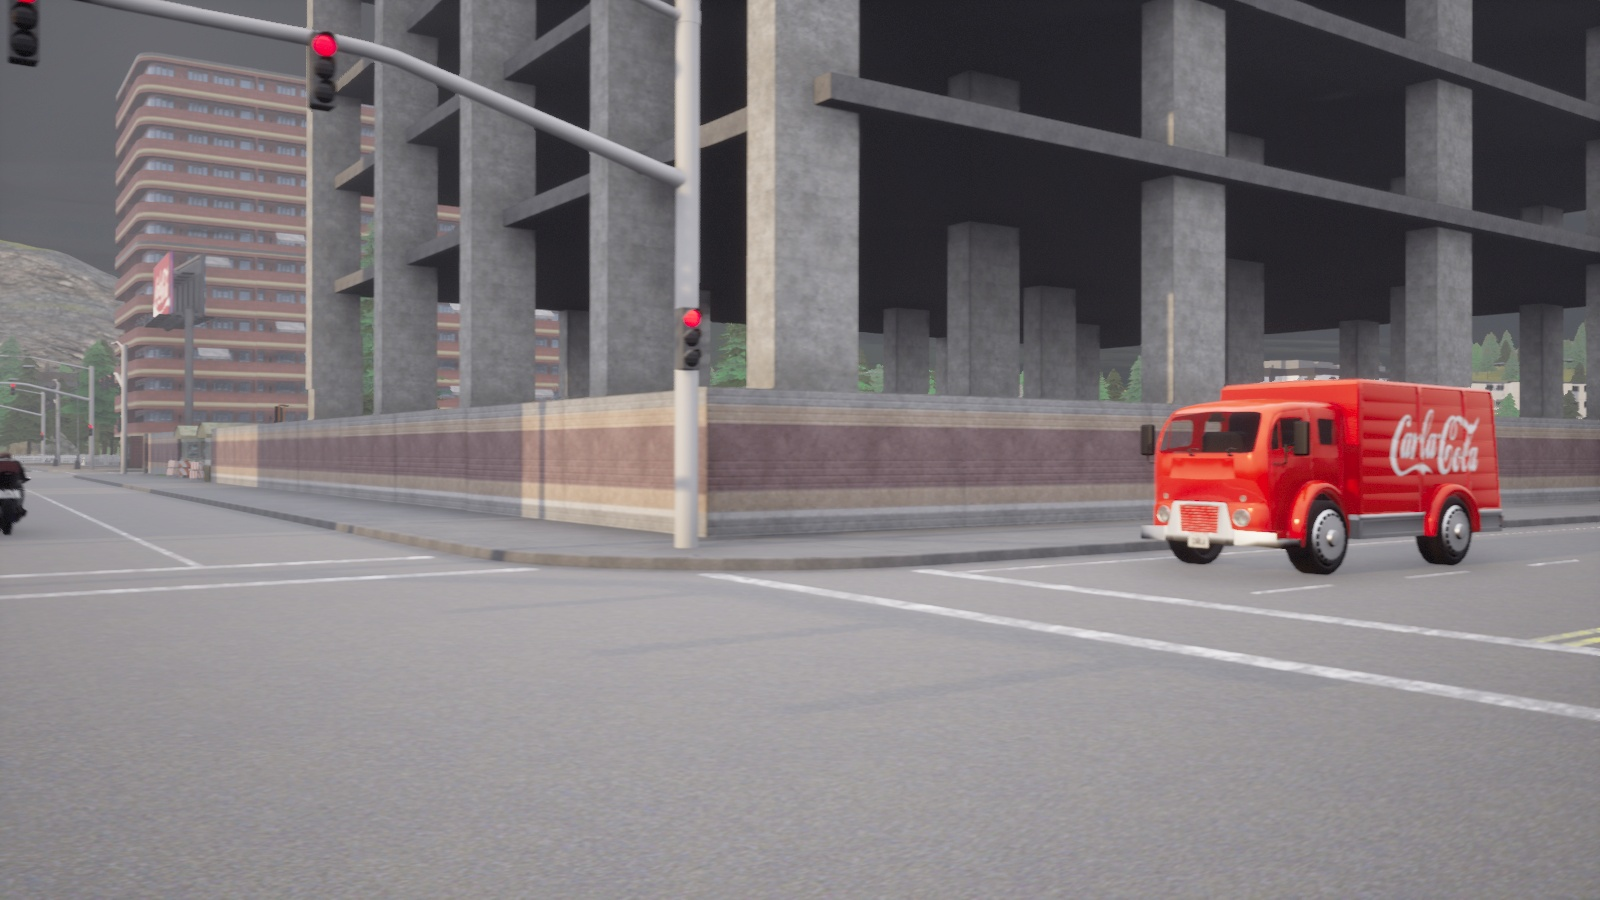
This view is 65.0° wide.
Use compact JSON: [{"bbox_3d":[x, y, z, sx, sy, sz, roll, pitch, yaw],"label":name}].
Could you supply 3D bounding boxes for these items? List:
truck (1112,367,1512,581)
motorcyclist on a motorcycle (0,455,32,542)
[{"bbox_3d":[7.032,0.287,17.084,5.204,2.467,2.627,0,0,-35],"label":"truck"},{"bbox_3d":[-14.794,0.868,23.246,0.866,1.530,2.191,0,0,-34],"label":"motorcyclist on a motorcycle"}]
